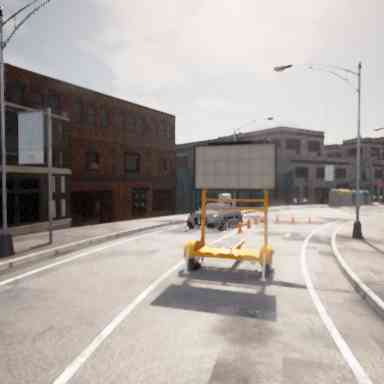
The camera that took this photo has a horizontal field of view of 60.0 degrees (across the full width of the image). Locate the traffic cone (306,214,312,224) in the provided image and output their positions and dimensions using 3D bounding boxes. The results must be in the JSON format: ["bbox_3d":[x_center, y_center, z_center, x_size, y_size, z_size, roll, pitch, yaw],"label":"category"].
[{"bbox_3d":[7.482,1.726,21.169,0.340,0.580,0.340,1,1,22],"label":"traffic cone"}]

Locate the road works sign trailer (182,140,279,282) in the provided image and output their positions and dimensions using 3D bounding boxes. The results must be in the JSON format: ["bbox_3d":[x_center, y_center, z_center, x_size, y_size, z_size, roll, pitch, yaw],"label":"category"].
[{"bbox_3d":[1.252,0.344,9.675,2.380,3.560,2.880,1,1,20],"label":"road works sign trailer"}]

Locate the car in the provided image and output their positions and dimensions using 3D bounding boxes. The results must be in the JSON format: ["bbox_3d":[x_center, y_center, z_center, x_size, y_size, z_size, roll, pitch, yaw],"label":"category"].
[{"bbox_3d":[1.342,1.313,18.647,1.994,1.385,4.181,1,1,28],"label":"car"}]
